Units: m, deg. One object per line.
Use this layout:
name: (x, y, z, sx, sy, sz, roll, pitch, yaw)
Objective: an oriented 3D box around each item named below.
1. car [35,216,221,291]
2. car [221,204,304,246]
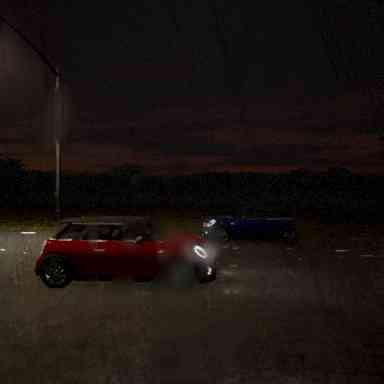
car: (-1.601, 1.446, 8.892, 4.553, 1.767, 2.097, 0, 0, 4)
car: (2.788, 1.434, 15.617, 4.553, 1.767, 2.097, 1, 0, 4)
